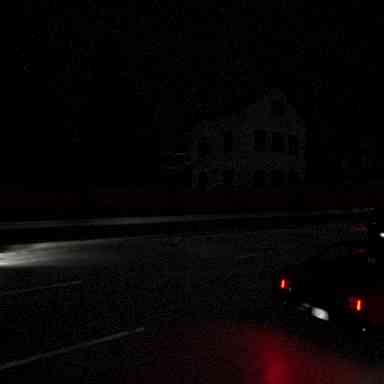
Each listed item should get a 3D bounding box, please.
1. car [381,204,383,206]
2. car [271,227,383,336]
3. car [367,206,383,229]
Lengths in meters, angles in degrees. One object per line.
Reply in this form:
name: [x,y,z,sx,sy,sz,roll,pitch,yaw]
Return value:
car: [13.776,1.478,22.179,5.008,1.535,1.882,0,0,-36]
car: [3.802,1.601,6.461,4.718,1.301,1.895,0,0,-36]
car: [9.821,1.505,15.057,4.892,1.490,1.837,0,0,-36]
